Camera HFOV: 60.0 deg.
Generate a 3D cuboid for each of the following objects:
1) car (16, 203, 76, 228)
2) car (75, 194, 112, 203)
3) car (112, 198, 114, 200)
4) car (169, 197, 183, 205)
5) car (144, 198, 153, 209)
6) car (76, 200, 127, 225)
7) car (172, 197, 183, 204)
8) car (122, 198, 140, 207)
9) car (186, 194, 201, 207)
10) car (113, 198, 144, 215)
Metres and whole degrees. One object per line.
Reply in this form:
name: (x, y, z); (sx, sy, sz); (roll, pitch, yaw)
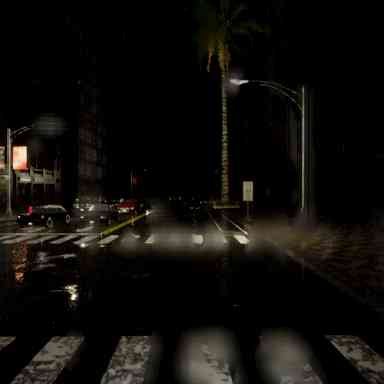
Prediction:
car: (-9.771, 1.606, 22.376); (1.895, 1.301, 4.718); (0, 0, 1)
car: (-9.715, 1.231, 32.134); (2.150, 2.045, 5.566); (0, 0, 0)
car: (-9.667, 1.511, 42.154); (2.128, 1.511, 4.902); (0, 0, 1)
car: (-2.926, 1.611, 57.724); (1.994, 1.385, 4.181); (0, 0, 1)
car: (-6.404, 1.527, 44.566); (1.837, 1.490, 4.892); (0, 0, 0)
car: (-6.500, 1.553, 24.179); (2.033, 1.411, 5.357); (0, 0, 0)
car: (-2.885, 1.633, 67.682); (1.994, 1.385, 4.181); (0, 0, 0)
car: (-9.590, 1.636, 52.283); (1.895, 1.301, 4.718); (0, 0, 1)
car: (0.218, 1.259, 53.431); (2.150, 2.045, 5.566); (0, 0, 0)
car: (-6.453, 1.537, 34.136); (1.812, 1.442, 4.674); (0, 0, 0)
